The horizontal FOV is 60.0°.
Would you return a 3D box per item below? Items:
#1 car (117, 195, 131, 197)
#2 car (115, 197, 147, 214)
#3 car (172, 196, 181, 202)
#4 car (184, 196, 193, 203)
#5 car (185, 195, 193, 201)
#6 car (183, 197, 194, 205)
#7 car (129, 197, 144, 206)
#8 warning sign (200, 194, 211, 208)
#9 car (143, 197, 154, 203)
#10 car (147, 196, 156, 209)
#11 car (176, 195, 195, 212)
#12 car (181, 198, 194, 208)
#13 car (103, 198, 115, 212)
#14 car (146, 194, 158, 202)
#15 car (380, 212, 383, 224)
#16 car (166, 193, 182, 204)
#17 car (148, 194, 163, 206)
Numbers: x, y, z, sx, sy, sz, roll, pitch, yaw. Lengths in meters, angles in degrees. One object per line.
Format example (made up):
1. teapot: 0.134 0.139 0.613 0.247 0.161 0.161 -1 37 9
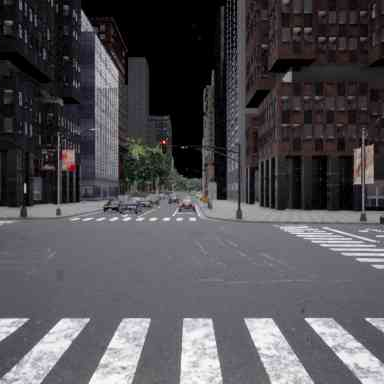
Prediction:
1. car: -9.128 1.335 44.443 2.192 1.841 5.009 0 0 0
2. car: -6.421 1.547 35.494 2.033 1.411 5.357 0 0 -1
3. car: -3.535 1.582 75.638 1.812 1.442 4.674 0 0 0
4. car: -0.754 1.611 71.780 1.752 1.417 4.829 0 0 0
5. car: -0.844 1.573 87.885 1.967 1.590 4.097 0 0 0
6. car: -0.693 1.602 60.760 1.887 1.381 4.507 0 0 0
7. car: -9.186 1.569 55.124 1.752 1.417 4.829 0 0 0
8. warning sign: 1.718 1.131 42.744 1.300 1.860 1.060 0 0 0
9. car: -9.278 1.668 71.572 1.802 1.307 4.206 0 0 0
10. car: -6.474 1.586 45.448 1.994 1.385 4.181 0 0 -1
11. car: -0.572 1.448 39.061 1.967 1.590 4.097 0 0 0
12. car: -0.632 1.614 49.910 1.802 1.307 4.206 0 0 0
13. car: -9.097 1.573 39.016 1.947 1.339 4.313 0 0 0
14. car: -9.309 1.416 76.998 2.192 1.841 5.009 0 0 0
15. car: 14.997 1.457 21.005 5.566 2.045 2.150 1 0 0
16. car: -3.480 1.422 65.600 2.097 1.767 4.553 0 0 0
17. car: -6.514 1.549 56.698 1.837 1.490 4.892 0 1 0
